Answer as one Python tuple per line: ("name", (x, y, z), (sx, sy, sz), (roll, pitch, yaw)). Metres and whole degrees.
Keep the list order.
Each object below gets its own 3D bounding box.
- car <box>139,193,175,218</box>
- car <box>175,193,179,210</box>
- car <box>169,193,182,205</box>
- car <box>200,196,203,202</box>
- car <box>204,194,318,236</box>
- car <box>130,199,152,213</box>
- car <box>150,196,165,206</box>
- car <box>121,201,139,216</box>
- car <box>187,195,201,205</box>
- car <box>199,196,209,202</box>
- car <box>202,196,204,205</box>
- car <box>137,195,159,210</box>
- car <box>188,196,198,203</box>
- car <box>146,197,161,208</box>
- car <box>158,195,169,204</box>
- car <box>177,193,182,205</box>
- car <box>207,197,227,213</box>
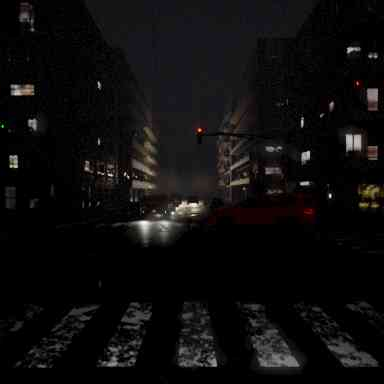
("car", (-3.081, 1.227, 30.126), (2.150, 2.045, 5.566), (0, 0, 1))
("car", (-3.048, 1.361, 40.038), (2.097, 1.767, 4.553), (0, 0, 0))
("car", (-2.968, 1.241, 60.497), (2.150, 2.045, 5.566), (0, 0, 1))
("car", (2.757, 1.598, 54.876), (1.802, 1.307, 4.206), (0, 0, 0))
("car", (3.762, 1.147, 17.829), (5.566, 2.045, 2.150), (-1, -1, 26))
("car", (-5.645, 1.533, 37.667), (1.752, 1.417, 4.829), (0, 0, 0))
("car", (-5.624, 1.456, 54.884), (1.967, 1.590, 4.097), (0, 0, 0))
("car", (-5.651, 1.572, 32.154), (1.947, 1.339, 4.313), (0, 0, 0))
("car", (0.177, 1.372, 60.526), (2.097, 1.767, 4.553), (0, 0, 0))
("car", (2.784, 1.583, 77.605), (2.008, 1.369, 4.403), (0, 0, 0))
("car", (2.743, 1.450, 43.511), (1.967, 1.590, 4.097), (0, 0, 0))
("car", (-5.638, 1.325, 43.519), (2.192, 1.841, 5.009), (0, 0, 0))
("car", (0.135, 1.571, 70.619), (2.033, 1.411, 5.357), (0, 0, 0))
("car", (-5.631, 1.538, 49.032), (1.752, 1.417, 4.829), (0, 0, 0))
("car", (-5.610, 1.464, 66.250), (1.967, 1.590, 4.097), (0, 0, 0))
("car", (-3.028, 1.365, 49.937), (2.097, 1.767, 4.553), (0, 0, 0))
("car", (2.736, 1.448, 37.829), (1.967, 1.590, 4.097), (0, 0, 0))
